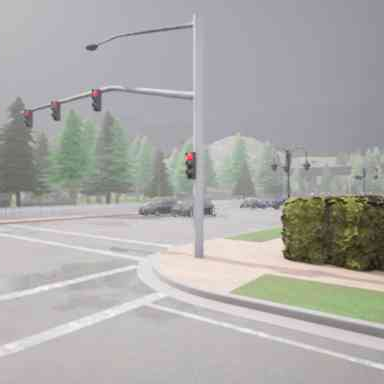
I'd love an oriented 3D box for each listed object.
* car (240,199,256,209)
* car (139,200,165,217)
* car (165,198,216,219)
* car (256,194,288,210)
[{"bbox_3d":[8.182,1.612,45.133,1.994,1.385,4.181,0,0,39],"label":"car"},{"bbox_3d":[-2.879,1.505,31.389,1.837,1.490,4.892,0,0,39],"label":"car"},{"bbox_3d":[0.143,1.353,29.563,2.097,1.767,4.553,0,0,39],"label":"car"},{"bbox_3d":[10.901,1.218,42.930,2.150,2.045,5.566,0,0,39],"label":"car"}]
